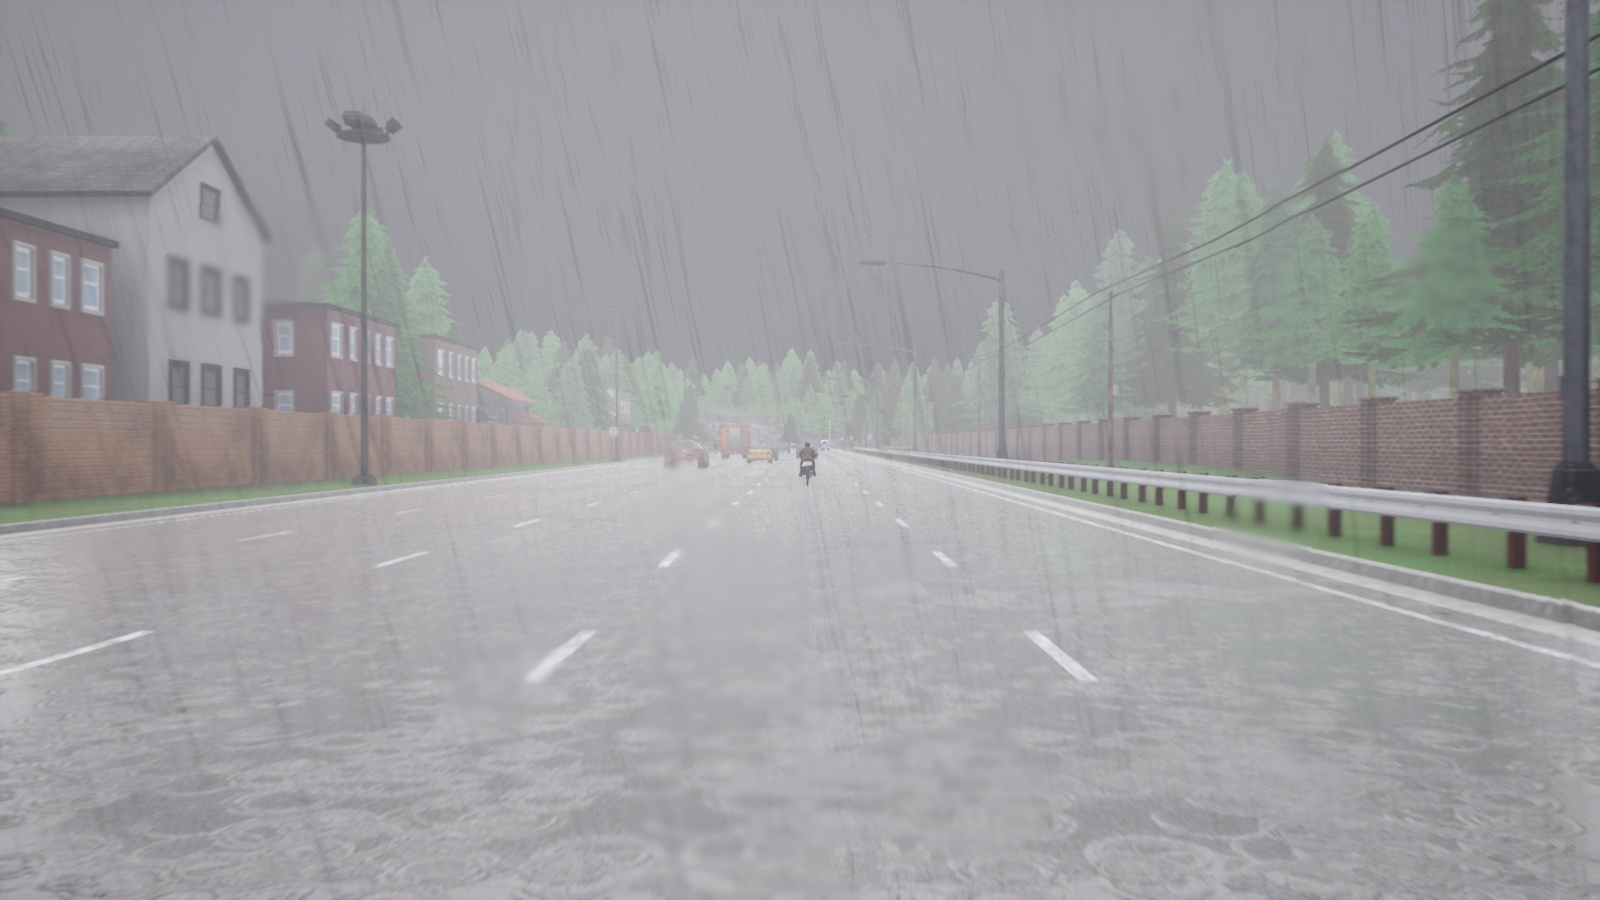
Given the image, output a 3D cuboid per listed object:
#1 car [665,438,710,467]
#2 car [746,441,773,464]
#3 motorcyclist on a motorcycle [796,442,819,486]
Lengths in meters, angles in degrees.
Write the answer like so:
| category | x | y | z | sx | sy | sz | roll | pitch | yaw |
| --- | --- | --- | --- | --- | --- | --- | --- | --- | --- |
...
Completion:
| category | x | y | z | sx | sy | sz | roll | pitch | yaw |
| --- | --- | --- | --- | --- | --- | --- | --- | --- | --- |
| car | -6.565 | 0.108 | 73.869 | 2.152 | 1.651 | 5.027 | 0 | 0 | 0 |
| car | -2.960 | 0.172 | 92.518 | 1.801 | 1.575 | 5.366 | 0 | 1 | 0 |
| motorcyclist on a motorcycle | 0.268 | 0.481 | 44.509 | 0.797 | 1.523 | 2.044 | 0 | 0 | 0 |
